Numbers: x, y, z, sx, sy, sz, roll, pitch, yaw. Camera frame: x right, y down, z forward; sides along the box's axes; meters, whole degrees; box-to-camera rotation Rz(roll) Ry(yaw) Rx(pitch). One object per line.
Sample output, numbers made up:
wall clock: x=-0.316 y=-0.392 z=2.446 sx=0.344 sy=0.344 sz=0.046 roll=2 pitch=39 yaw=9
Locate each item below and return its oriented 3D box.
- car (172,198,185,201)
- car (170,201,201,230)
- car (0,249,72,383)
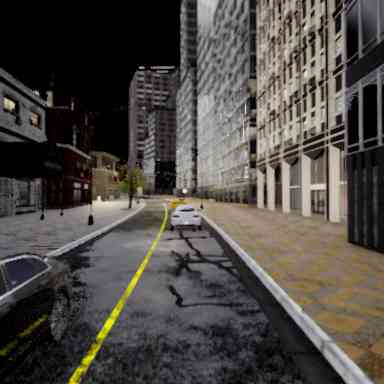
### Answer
car: x=-1.690 y=1.474 z=41.098 sx=1.882 sy=1.535 sz=5.008 roll=0 pitch=0 yaw=-5
car: x=-0.424 y=1.529 z=21.168 sx=1.812 sy=1.442 sz=4.674 roll=0 pitch=0 yaw=-2
car: x=-2.884 y=1.495 z=3.620 sx=2.128 sy=1.511 sz=4.902 roll=0 pitch=0 yaw=0
